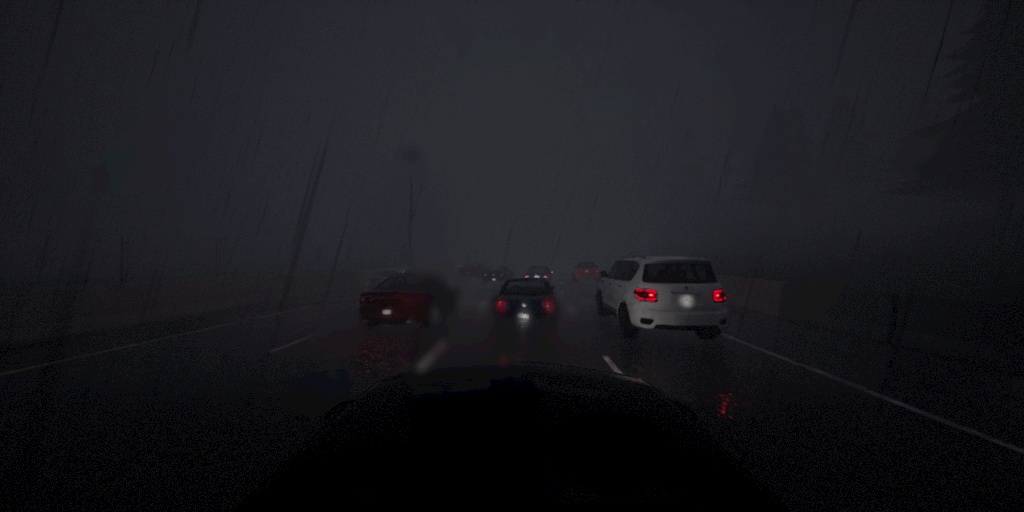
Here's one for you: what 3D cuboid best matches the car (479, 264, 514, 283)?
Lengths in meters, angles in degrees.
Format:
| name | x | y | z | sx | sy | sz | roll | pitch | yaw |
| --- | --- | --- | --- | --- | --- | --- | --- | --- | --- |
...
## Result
| name | x | y | z | sx | sy | sz | roll | pitch | yaw |
| --- | --- | --- | --- | --- | --- | --- | --- | --- | --- |
| car | -1.014 | 1.488 | 29.366 | 1.895 | 1.301 | 4.718 | 0 | 0 | 9 |

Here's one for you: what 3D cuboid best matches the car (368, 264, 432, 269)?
| name | x | y | z | sx | sy | sz | roll | pitch | yaw |
| --- | --- | --- | --- | --- | --- | --- | --- | --- | --- |
| car | -5.874 | 1.358 | 19.048 | 1.812 | 1.442 | 4.674 | 0 | 0 | 6 |

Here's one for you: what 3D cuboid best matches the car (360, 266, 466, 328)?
| name | x | y | z | sx | sy | sz | roll | pitch | yaw |
| --- | --- | --- | --- | --- | --- | --- | --- | --- | --- |
| car | -3.013 | 1.275 | 11.608 | 1.882 | 1.535 | 5.008 | 0 | 0 | 4 |

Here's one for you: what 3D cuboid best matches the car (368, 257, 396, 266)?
| name | x | y | z | sx | sy | sz | roll | pitch | yaw |
| --- | --- | --- | --- | --- | --- | --- | --- | --- | --- |
| car | -20.293 | 1.232 | 56.584 | 2.150 | 2.045 | 5.566 | 0 | 0 | 16 |

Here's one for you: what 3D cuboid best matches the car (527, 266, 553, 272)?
| name | x | y | z | sx | sy | sz | roll | pitch | yaw |
| --- | --- | --- | --- | --- | --- | --- | --- | --- | --- |
| car | 1.970 | 1.418 | 25.820 | 2.033 | 1.411 | 5.357 | 0 | 0 | 9 |

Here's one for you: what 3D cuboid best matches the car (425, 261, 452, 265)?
| name | x | y | z | sx | sy | sz | roll | pitch | yaw |
| --- | --- | --- | --- | --- | --- | --- | --- | --- | --- |
| car | -10.423 | 1.475 | 52.835 | 1.882 | 1.535 | 5.008 | 0 | 0 | 15 |

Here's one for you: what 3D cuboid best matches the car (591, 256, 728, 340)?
| name | x | y | z | sx | sy | sz | roll | pitch | yaw |
| --- | --- | --- | --- | --- | --- | --- | --- | --- | --- |
| car | 3.899 | 1.019 | 10.325 | 2.150 | 2.045 | 5.566 | 0 | 0 | 4 |

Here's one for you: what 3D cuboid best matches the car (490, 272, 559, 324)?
| name | x | y | z | sx | sy | sz | roll | pitch | yaw |
| --- | --- | --- | --- | --- | --- | --- | --- | --- | --- |
| car | 0.536 | 1.403 | 12.175 | 1.895 | 1.301 | 4.718 | 0 | 0 | 4 |

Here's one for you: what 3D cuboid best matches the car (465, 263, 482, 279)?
| name | x | y | z | sx | sy | sz | roll | pitch | yaw |
| --- | --- | --- | --- | --- | --- | --- | --- | --- | --- |
| car | -3.557 | 1.391 | 35.064 | 1.882 | 1.535 | 5.008 | 0 | 0 | 11 |

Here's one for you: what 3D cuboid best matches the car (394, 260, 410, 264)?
| name | x | y | z | sx | sy | sz | roll | pitch | yaw |
| --- | --- | --- | --- | --- | --- | --- | --- | --- | --- |
| car | -16.429 | 1.580 | 57.314 | 1.994 | 1.385 | 4.181 | 0 | 0 | 16 |

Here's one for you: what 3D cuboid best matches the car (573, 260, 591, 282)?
| name | x | y | z | sx | sy | sz | roll | pitch | yaw |
| --- | --- | --- | --- | --- | --- | --- | --- | --- | --- |
| car | 6.307 | 1.248 | 30.592 | 2.097 | 1.767 | 4.553 | 0 | 0 | 10 |

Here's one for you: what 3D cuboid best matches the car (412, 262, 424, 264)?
| name | x | y | z | sx | sy | sz | roll | pitch | yaw |
| --- | --- | --- | --- | --- | --- | --- | --- | --- | --- |
| car | -13.134 | 1.538 | 56.113 | 1.812 | 1.442 | 4.674 | 0 | 0 | 16 |
